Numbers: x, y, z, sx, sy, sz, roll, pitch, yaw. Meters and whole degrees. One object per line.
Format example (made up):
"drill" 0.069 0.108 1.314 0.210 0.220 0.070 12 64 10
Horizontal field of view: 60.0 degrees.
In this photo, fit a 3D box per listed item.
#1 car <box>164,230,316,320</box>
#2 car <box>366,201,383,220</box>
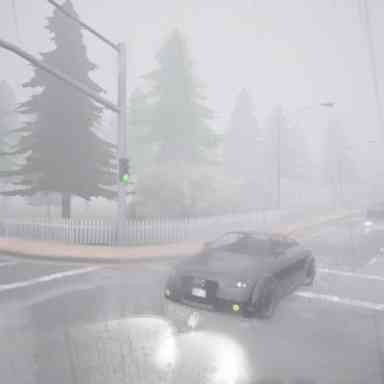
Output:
"car" 1.278 1.570 7.407 1.994 1.385 4.181 0 0 36
"car" 15.832 1.489 27.681 1.882 1.535 5.008 0 0 36
